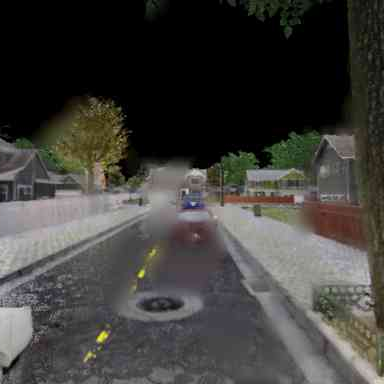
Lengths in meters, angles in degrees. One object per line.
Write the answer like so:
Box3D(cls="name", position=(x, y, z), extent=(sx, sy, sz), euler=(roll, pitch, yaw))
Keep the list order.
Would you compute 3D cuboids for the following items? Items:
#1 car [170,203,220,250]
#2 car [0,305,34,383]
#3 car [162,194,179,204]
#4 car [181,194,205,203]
Box3D(cls="car", position=(0.105, 1.460, 14.371), extent=(1.882, 1.535, 5.008), euler=(0, 0, 0))
Box3D(cls="car", position=(-2.850, 1.598, 1.802), extent=(1.895, 1.301, 4.718), euler=(0, 0, 0))
Box3D(cls="car", position=(-2.738, 1.056, 42.596), extent=(1.837, 1.490, 4.892), euler=(0, 0, 0))
Box3D(cls="car", position=(0.110, 1.178, 31.995), extent=(2.150, 2.045, 5.566), euler=(0, 0, 0))
